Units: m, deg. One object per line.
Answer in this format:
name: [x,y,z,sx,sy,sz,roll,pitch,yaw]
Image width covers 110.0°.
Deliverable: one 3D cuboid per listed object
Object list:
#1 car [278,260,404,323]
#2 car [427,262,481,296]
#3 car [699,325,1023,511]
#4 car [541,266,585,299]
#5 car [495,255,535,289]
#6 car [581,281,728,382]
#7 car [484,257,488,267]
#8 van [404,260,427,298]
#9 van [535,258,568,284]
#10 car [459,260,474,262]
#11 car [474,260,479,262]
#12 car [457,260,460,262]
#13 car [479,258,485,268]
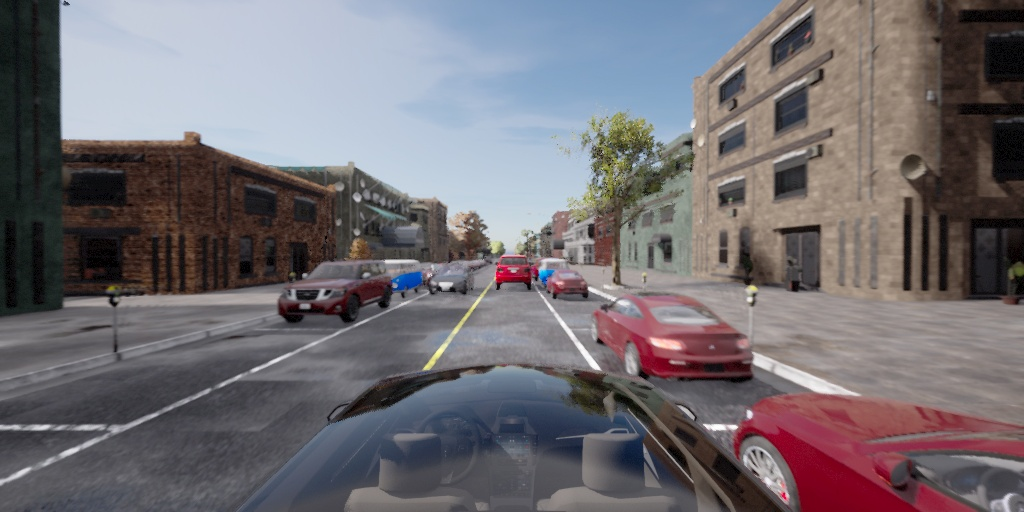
car: [-5.690,1.064,12.378,2.192,1.841,5.009,0,0,0]
car: [-3.084,1.240,19.215,2.128,1.511,4.902,0,0,0]
car: [2.693,1.332,1.286,1.802,1.307,4.207,0,0,0]
car: [2.689,1.331,17.931,1.802,1.307,4.207,0,0,0]
car: [0.095,0.970,23.286,2.150,2.045,5.566,0,0,0]
car: [2.692,1.332,6.834,1.802,1.307,4.207,0,0,0]
car: [-5.704,1.293,62.313,2.007,1.370,4.403,0,0,0]
van: [-5.692,1.089,17.926,1.690,1.789,3.998,0,0,0]
van: [2.687,1.089,23.479,1.690,1.789,3.998,0,0,0]
car: [-5.698,1.186,40.120,1.967,1.591,4.097,0,0,0]
car: [-5.699,1.290,45.668,1.888,1.381,4.507,0,0,0]
car: [-5.695,1.293,29.023,1.888,1.381,4.507,0,0,0]
car: [-5.702,1.326,56.765,1.802,1.307,4.207,0,0,0]
